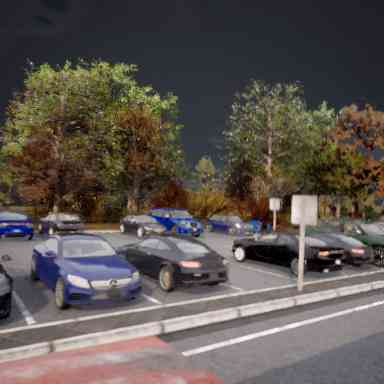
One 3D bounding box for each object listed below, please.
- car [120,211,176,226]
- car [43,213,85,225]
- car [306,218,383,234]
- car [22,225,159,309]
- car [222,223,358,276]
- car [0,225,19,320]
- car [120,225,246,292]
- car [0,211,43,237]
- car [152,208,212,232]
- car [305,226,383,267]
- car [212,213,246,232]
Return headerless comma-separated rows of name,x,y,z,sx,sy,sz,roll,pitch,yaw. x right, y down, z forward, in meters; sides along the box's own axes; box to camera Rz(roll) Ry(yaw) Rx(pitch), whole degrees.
car,-3.621,2.398,24.120,2.231,1.521,4.892,5,-3,-36
car,-8.178,2.038,20.806,2.231,1.521,4.892,4,-3,-36
car,8.421,2.486,17.271,2.435,2.045,5.566,4,-3,-36
car,-3.037,1.880,9.021,2.002,1.452,4.674,5,-3,-36
car,3.824,2.381,13.974,2.097,1.535,5.008,4,-3,-36
car,-5.303,1.688,7.343,2.163,1.488,4.792,5,-3,-36
car,-0.749,2.061,10.669,2.002,1.452,4.674,5,-3,-36
car,-10.461,1.856,19.153,2.097,1.535,5.008,5,-3,-36
car,-1.404,2.316,25.682,2.435,2.045,5.566,5,-3,-36
car,6.107,2.599,15.628,2.002,1.452,4.674,4,-3,-36
car,3.284,2.797,29.030,2.185,1.767,4.553,5,-3,-36
